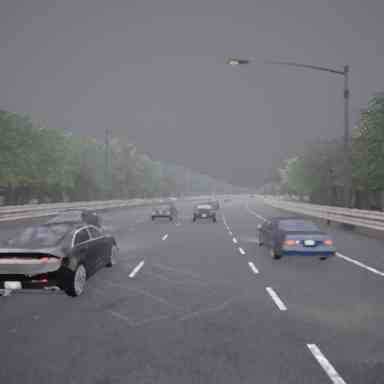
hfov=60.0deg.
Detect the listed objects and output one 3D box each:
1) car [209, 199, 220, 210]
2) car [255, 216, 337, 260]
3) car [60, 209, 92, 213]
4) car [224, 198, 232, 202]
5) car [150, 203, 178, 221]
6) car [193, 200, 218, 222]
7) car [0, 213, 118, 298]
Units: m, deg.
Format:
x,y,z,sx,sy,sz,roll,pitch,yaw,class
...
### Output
x,y,z,sx,sy,sz,roll,pitch,yaw,class
3.023,1.772,48.067,2.128,1.511,4.902,0,0,7,car
3.699,1.625,12.763,2.033,1.411,5.357,0,0,2,car
-6.441,1.645,18.648,1.994,1.385,4.181,0,0,3,car
9.867,2.154,89.924,1.895,1.301,4.718,0,0,11,car
-2.338,1.699,29.081,2.033,1.411,5.357,0,0,4,car
1.112,1.681,28.159,1.812,1.442,4.674,0,-1,4,car
-3.281,1.528,8.607,2.128,1.511,4.902,0,0,1,car
